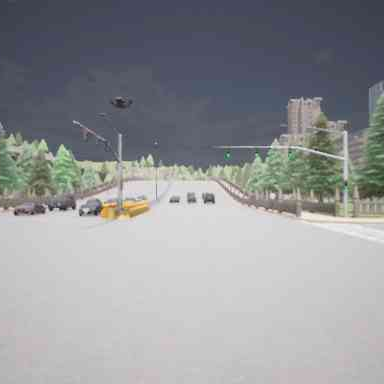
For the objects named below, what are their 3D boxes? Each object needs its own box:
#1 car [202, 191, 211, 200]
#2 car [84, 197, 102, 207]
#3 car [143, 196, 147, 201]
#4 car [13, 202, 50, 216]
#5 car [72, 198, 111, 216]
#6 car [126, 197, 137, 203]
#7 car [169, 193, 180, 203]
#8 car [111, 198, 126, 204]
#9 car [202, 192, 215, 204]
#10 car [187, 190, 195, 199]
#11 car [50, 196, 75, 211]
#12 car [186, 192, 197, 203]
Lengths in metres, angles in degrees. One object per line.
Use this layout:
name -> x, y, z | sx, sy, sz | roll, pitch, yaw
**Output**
car -> 3.284, 0.746, 77.543 | 1.812, 1.442, 4.674 | 0, 6, 0
car -> -17.662, 1.802, 59.553 | 1.812, 1.442, 4.674 | 0, 1, 0
car -> -10.677, 1.249, 71.084 | 1.895, 1.301, 4.718 | 0, 4, 0
car -> -17.625, 1.811, 36.262 | 1.994, 1.385, 4.181 | 0, 0, 0
car -> -10.593, 1.734, 35.475 | 2.128, 1.511, 4.902 | 0, 0, -1
car -> -10.669, 1.686, 56.448 | 2.097, 1.767, 4.553 | 0, 1, 0
car -> -3.561, 1.500, 68.048 | 1.994, 1.385, 4.181 | 0, 3, 0
car -> -10.634, 1.656, 44.583 | 2.097, 1.767, 4.553 | 0, 0, 0
car -> 3.451, 1.219, 66.929 | 2.150, 2.045, 5.566 | 0, 3, 0
car -> -0.219, 0.651, 78.015 | 1.882, 1.535, 5.008 | 0, 6, 0
car -> -17.634, 1.533, 45.536 | 2.150, 2.045, 5.566 | 0, 0, 0
car -> -0.055, 1.463, 67.666 | 1.837, 1.490, 4.892 | 0, 3, -1
